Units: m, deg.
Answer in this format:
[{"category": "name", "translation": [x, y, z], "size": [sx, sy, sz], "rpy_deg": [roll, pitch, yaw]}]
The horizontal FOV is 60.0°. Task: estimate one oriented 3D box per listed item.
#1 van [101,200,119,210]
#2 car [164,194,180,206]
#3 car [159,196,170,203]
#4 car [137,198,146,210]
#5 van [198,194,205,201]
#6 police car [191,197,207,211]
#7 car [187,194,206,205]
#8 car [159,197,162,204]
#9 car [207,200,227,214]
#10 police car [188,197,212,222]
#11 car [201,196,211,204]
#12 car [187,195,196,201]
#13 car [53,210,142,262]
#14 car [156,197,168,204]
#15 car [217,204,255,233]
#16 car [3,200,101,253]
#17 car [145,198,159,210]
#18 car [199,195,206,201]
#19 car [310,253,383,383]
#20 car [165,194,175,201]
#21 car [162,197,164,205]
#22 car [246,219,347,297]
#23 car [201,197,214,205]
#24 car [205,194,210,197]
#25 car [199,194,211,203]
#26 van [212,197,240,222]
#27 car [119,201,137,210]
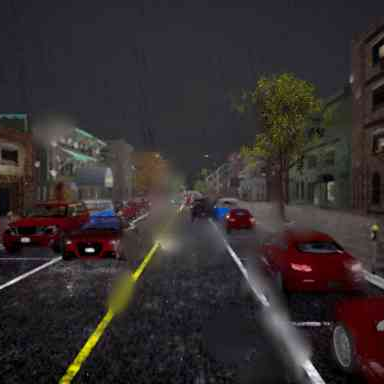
[{"category": "van", "translation": [-5.703, 1.353, 19.436], "size": [1.690, 1.788, 3.998], "rpy_deg": [-1, 0, 0]}, {"category": "car", "translation": [-3.070, 1.523, 55.608], "size": [2.128, 1.511, 4.902], "rpy_deg": [0, 0, 1]}, {"category": "car", "translation": [-5.721, 1.621, 69.371], "size": [1.802, 1.307, 4.206], "rpy_deg": [-1, 0, 0]}, {"category": "car", "translation": [-5.705, 1.563, 30.533], "size": [1.887, 1.381, 4.507], "rpy_deg": [-1, 0, 0]}, {"category": "van", "translation": [2.648, 1.391, 91.570], "size": [1.690, 1.788, 3.998], "rpy_deg": [-1, 0, 0]}, {"category": "police car", "translation": [0.882, 1.451, 42.378], "size": [1.930, 1.638, 5.238], "rpy_deg": [0, 0, 0]}, {"category": "car", "translation": [0.822, 1.374, 36.225], "size": [2.097, 1.767, 4.553], "rpy_deg": [0, 0, -1]}, {"category": "car", "translation": [-5.712, 1.572, 47.178], "size": [1.887, 1.381, 4.507], "rpy_deg": [-1, 0, 0]}, {"category": "car", "translation": [2.673, 1.604, 36.087], "size": [1.802, 1.307, 4.206], "rpy_deg": [-1, 0, 0]}, {"category": "police car", "translation": [0.890, 1.442, 26.377], "size": [1.930, 1.638, 5.238], "rpy_deg": [0, 0, 0]}, {"category": "car", "translation": [2.662, 1.562, 63.997], "size": [1.752, 1.417, 4.829], "rpy_deg": [-1, 0, 0]}, {"category": "car", "translation": [-0.031, 1.442, 78.263], "size": [2.033, 1.411, 5.357], "rpy_deg": [0, 0, 0]}, {"category": "car", "translation": [-3.105, 1.572, 12.087], "size": [1.994, 1.385, 4.181], "rpy_deg": [0, 0, 0]}, {"category": "car", "translation": [-5.719, 1.587, 63.822], "size": [2.008, 1.369, 4.403], "rpy_deg": [-1, 0, 0]}, {"category": "car", "translation": [2.680, 1.594, 19.442], "size": [1.802, 1.307, 4.206], "rpy_deg": [-1, 0, 0]}, {"category": "car", "translation": [-5.700, 1.324, 13.888], "size": [2.192, 1.841, 5.009], "rpy_deg": [-1, 0, 0]}, {"category": "car", "translation": [-5.711, 1.465, 41.629], "size": [1.967, 1.590, 4.097], "rpy_deg": [-1, 0, 0]}, {"category": "car", "translation": [2.652, 1.573, 86.192], "size": [1.752, 1.417, 4.829], "rpy_deg": [-1, 0, 0]}, {"category": "car", "translation": [2.687, 1.584, 2.796], "size": [1.802, 1.307, 4.206], "rpy_deg": [-1, 0, 0]}, {"category": "car", "translation": [-5.730, 1.362, 86.016], "size": [2.192, 1.841, 5.009], "rpy_deg": [-1, 0, 0]}, {"category": "car", "translation": [-5.716, 1.615, 58.274], "size": [1.802, 1.307, 4.206], "rpy_deg": [-1, 0, 0]}, {"category": "car", "translation": [2.685, 1.587, 8.345], "size": [1.802, 1.307, 4.206], "rpy_deg": [-1, 0, 0]}, {"category": "car", "translation": [2.664, 1.600, 58.280], "size": [1.947, 1.339, 4.313], "rpy_deg": [-1, 0, 0]}, {"category": "car", "translation": [2.673, 1.334, 30.538], "size": [2.192, 1.841, 5.009], "rpy_deg": [-1, 0, 0]}, {"category": "car", "translation": [2.657, 1.355, 69.377], "size": [2.192, 1.841, 5.009], "rpy_deg": [-1, 0, 0]}, {"category": "van", "translation": [2.676, 1.357, 24.990], "size": [1.690, 1.788, 3.998], "rpy_deg": [-1, 0, 0]}, {"category": "car", "translation": [-5.704, 1.455, 24.984], "size": [1.967, 1.590, 4.097], "rpy_deg": [-1, 0, 0]}]
